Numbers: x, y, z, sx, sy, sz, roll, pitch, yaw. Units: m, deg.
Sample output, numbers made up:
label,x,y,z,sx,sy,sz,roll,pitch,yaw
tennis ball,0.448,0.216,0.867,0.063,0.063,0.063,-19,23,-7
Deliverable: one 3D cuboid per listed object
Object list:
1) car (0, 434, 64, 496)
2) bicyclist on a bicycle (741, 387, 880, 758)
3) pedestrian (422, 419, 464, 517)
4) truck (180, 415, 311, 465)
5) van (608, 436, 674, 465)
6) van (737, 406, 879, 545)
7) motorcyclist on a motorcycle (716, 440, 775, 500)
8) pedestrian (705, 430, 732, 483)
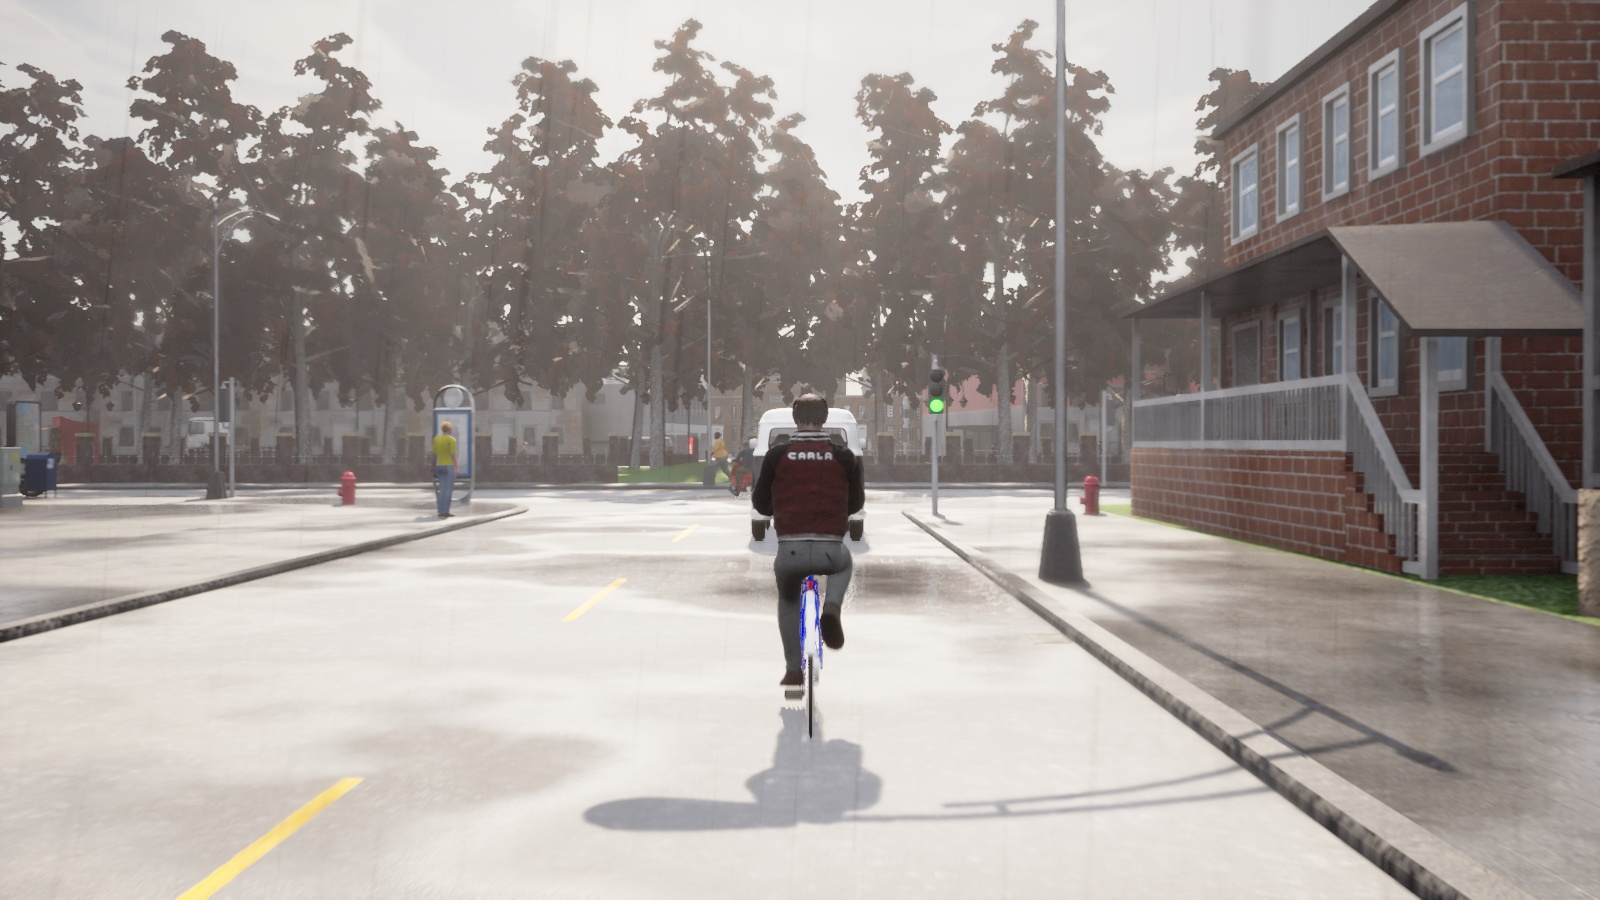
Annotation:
label,x,y,z,sx,sy,sz,roll,pitch,yaw
car,-23.445,0.397,34.934,4.611,1.667,2.242,0,0,1
bicyclist on a bicycle,0.055,0.583,6.929,0.659,1.776,1.843,0,0,0
pedestrian,-6.766,0.332,23.797,0.354,1.836,0.706,0,0,31
truck,-38.895,-0.708,88.259,7.936,3.462,2.891,0,0,0
van,-11.130,0.050,88.165,4.442,1.987,1.775,0,0,0
van,0.131,0.367,20.643,2.069,2.038,4.480,0,0,0
motorcyclist on a motorcycle,-1.520,0.525,34.771,0.866,1.590,1.817,-2,1,-30
pedestrian,-2.864,0.233,44.129,0.900,1.855,0.874,0,0,1
